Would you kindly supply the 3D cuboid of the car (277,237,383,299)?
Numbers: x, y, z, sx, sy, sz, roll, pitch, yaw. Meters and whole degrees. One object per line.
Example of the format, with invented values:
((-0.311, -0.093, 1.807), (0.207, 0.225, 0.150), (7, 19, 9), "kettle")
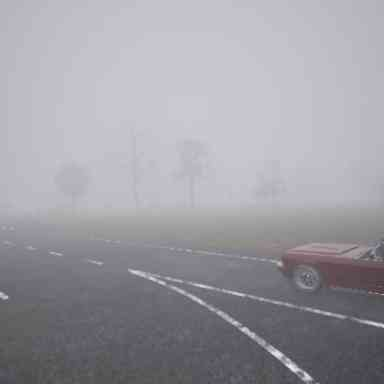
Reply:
((4.206, 1.507, 6.792), (4.718, 1.301, 1.895), (-3, -1, 45), "car")
